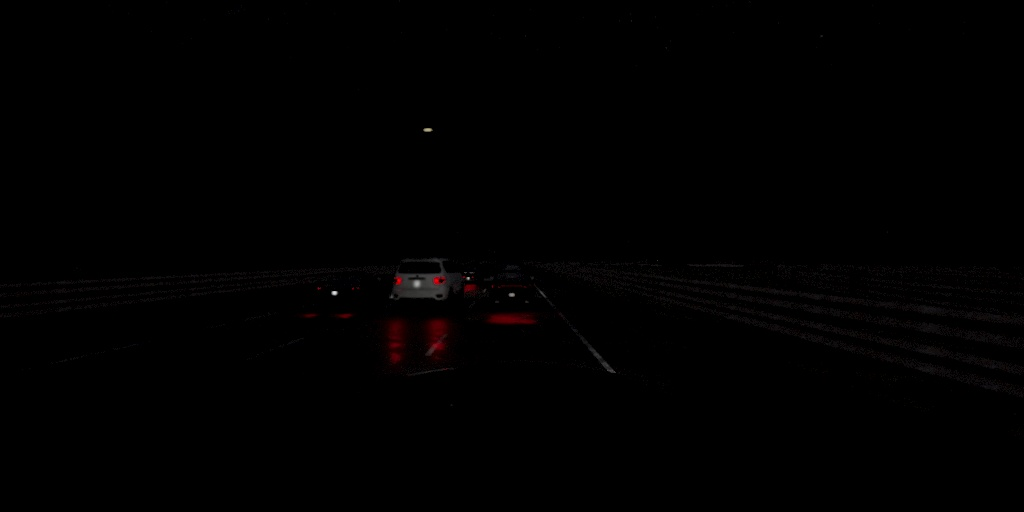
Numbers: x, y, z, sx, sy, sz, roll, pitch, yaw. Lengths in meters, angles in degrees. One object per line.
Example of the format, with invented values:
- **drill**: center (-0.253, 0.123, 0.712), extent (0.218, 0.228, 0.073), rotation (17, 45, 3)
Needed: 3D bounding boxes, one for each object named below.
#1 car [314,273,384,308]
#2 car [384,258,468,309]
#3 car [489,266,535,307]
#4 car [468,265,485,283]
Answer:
- **car**: center (-6.994, 1.449, 16.160), extent (1.994, 1.385, 4.181), rotation (0, 0, 0)
- **car**: center (-3.495, 1.099, 15.868), extent (2.150, 2.045, 5.566), rotation (0, 0, 0)
- **car**: center (0.008, 1.364, 16.328), extent (1.882, 1.535, 5.008), rotation (0, 0, 0)
- **car**: center (-3.490, 1.539, 31.161), extent (1.837, 1.490, 4.892), rotation (0, 0, 0)
